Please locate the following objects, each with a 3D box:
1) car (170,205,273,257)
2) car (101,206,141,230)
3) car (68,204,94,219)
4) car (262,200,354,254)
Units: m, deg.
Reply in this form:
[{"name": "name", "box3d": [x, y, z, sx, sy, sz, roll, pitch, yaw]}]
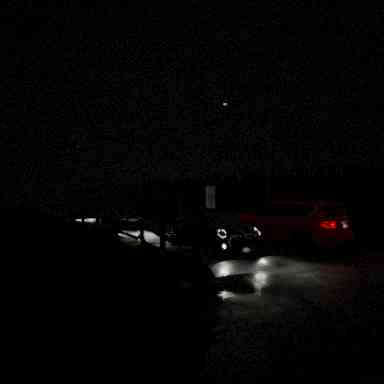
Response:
[{"name": "car", "box3d": [0.859, 1.491, 13.713, 2.097, 1.767, 4.553, 1, -1, -28]}, {"name": "car", "box3d": [-5.096, 1.801, 24.003, 2.128, 1.511, 4.902, 1, -1, -31]}, {"name": "car", "box3d": [-11.912, 2.029, 35.381, 2.033, 1.411, 5.357, 1, -1, -30]}, {"name": "car", "box3d": [4.028, 1.382, 14.506, 2.150, 2.045, 5.566, 1, -1, -40]}]
